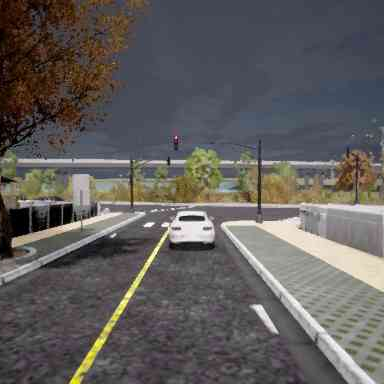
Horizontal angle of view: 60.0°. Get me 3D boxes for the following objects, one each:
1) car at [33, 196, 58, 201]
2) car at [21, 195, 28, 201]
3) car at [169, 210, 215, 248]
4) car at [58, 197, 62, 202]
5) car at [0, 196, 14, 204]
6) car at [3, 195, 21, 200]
[{"bbox_3d":[-28.039,1.545,62.719,4.553,1.767,2.097,-1,2,36],"label":"car"},{"bbox_3d":[-38.943,1.440,74.653,4.553,1.767,2.097,-1,2,36],"label":"car"},{"bbox_3d":[0.001,1.529,14.664,1.812,1.442,4.674,0,0,0],"label":"car"},{"bbox_3d":[-28.164,1.559,66.829,4.892,1.490,1.837,-1,2,36],"label":"car"},{"bbox_3d":[-40.872,1.720,72.046,4.902,1.511,2.128,-1,2,36],"label":"car"},{"bbox_3d":[-35.700,1.811,64.276,5.008,1.535,1.882,-1,2,36],"label":"car"}]
